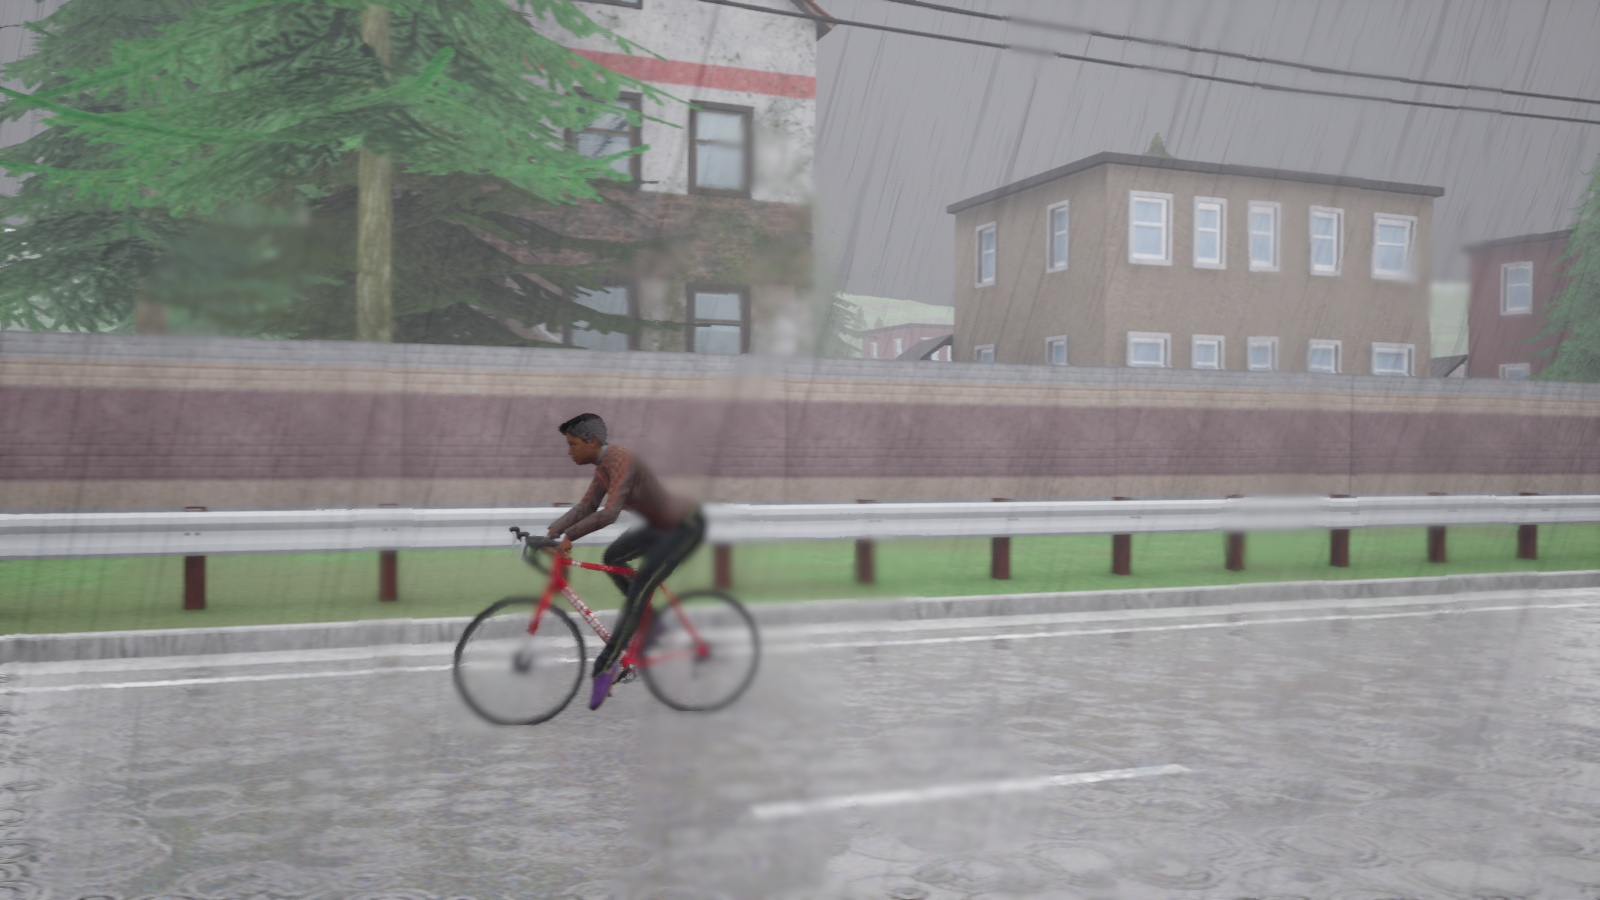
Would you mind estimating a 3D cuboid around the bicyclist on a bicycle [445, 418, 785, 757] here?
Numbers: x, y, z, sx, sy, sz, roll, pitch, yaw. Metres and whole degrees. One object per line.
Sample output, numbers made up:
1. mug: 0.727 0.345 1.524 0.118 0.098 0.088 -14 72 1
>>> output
1. bicyclist on a bicycle: -0.971 0.654 6.613 1.656 1.620 0.582 -1 1 -21
